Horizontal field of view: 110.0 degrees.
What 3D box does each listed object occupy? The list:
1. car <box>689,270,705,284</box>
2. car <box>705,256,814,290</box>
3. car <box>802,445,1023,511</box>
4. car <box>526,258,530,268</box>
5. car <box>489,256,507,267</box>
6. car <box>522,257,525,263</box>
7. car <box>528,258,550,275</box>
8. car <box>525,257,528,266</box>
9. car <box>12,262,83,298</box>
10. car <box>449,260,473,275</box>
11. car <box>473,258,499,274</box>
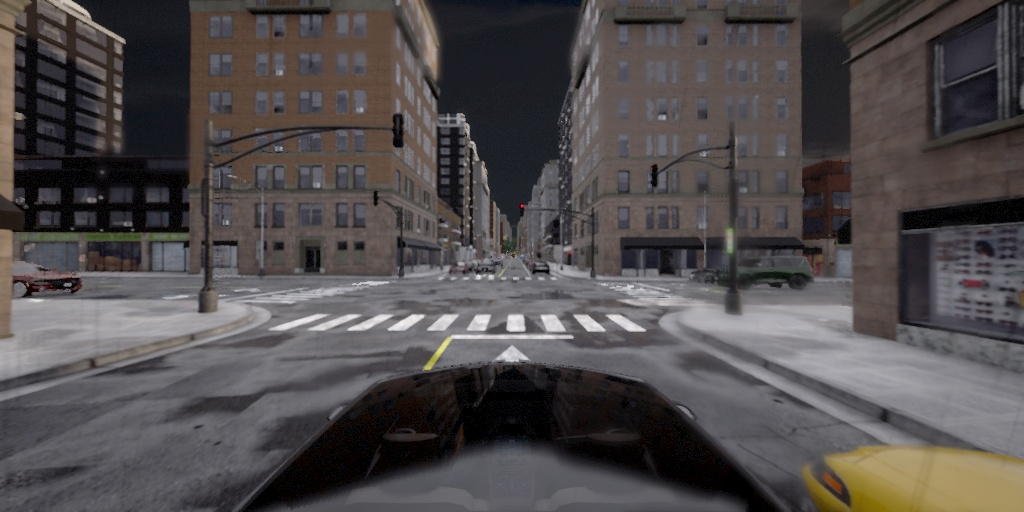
[{"bbox_3d":[15.378,1.338,25.721,4.902,1.511,2.128,0,0,1],"label":"car"},{"bbox_3d":[15.618,1.040,22.475,5.566,2.045,2.150,-1,0,0],"label":"car"},{"bbox_3d":[2.668,1.279,0.213,1.751,1.417,4.829,0,0,0],"label":"car"},{"bbox_3d":[3.061,1.183,43.237,1.888,1.381,4.507,0,0,1],"label":"car"},{"bbox_3d":[-2.401,1.139,60.171,2.033,1.411,5.357,0,0,1],"label":"car"},{"bbox_3d":[3.347,1.141,65.358,1.948,1.339,4.313,0,0,1],"label":"car"},{"bbox_3d":[2.989,1.220,37.706,1.948,1.339,4.313,0,0,1],"label":"car"},{"bbox_3d":[3.132,1.173,48.767,2.007,1.370,4.403,0,0,1],"label":"car"},{"bbox_3d":[-22.353,0.987,16.034,5.008,1.535,1.882,0,0,0],"label":"car"},{"bbox_3d":[-5.536,1.237,37.813,1.802,1.307,4.207,0,0,1],"label":"car"},{"bbox_3d":[-2.755,1.215,38.800,1.994,1.385,4.181,0,0,1],"label":"car"}]
